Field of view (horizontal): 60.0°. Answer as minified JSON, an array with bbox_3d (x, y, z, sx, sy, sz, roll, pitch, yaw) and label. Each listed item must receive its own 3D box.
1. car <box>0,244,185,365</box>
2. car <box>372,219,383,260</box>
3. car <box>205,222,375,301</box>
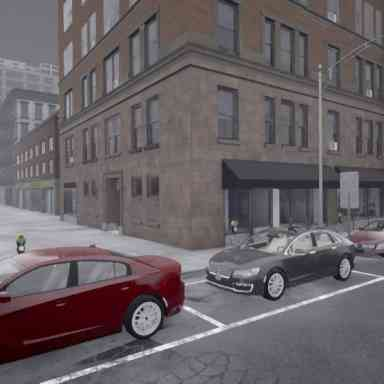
[{"bbox_3d":[-2.221,1.544,4.958,4.507,1.381,1.887,0,-1,-36],"label":"car"},{"bbox_3d":[6.859,1.581,11.458,4.206,1.307,1.802,0,-1,-36],"label":"car"},{"bbox_3d":[2.319,1.550,8.208,4.403,1.369,2.008,0,-1,-36],"label":"car"}]
